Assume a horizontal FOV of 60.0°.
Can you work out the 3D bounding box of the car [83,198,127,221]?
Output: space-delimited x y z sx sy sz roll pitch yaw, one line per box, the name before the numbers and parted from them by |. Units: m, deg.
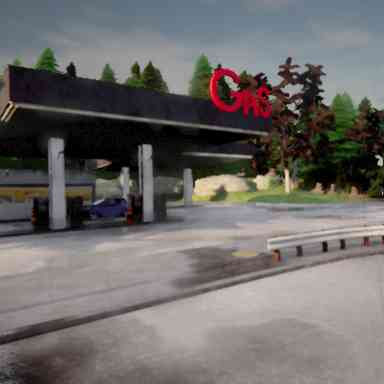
car | -6.347 1.213 24.381 3.633 1.501 1.845 -2 1 -35
